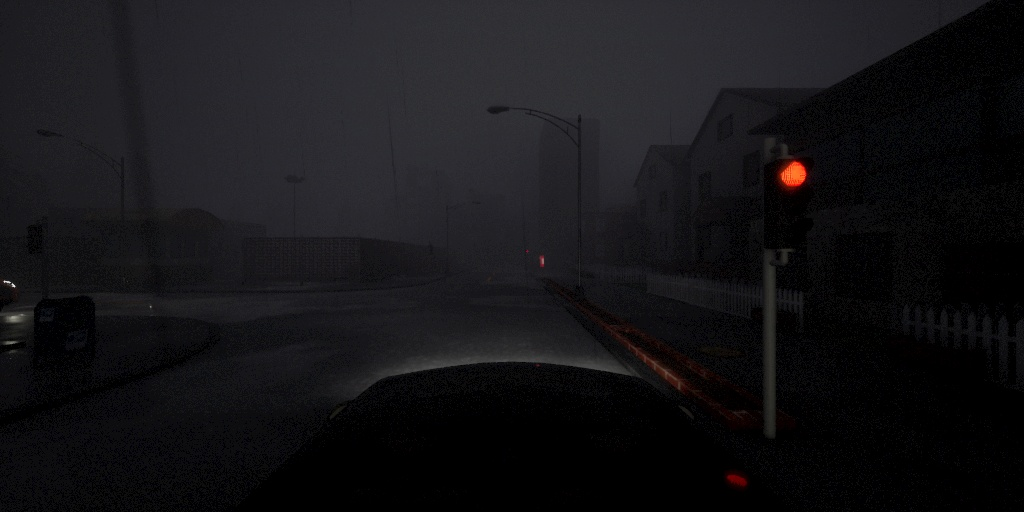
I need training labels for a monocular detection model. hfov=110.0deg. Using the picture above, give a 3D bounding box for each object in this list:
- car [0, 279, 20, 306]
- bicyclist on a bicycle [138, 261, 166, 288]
[{"bbox_3d":[-21.594,1.102,13.299,4.553,1.767,2.097,0,0,0],"label":"car"},{"bbox_3d":[-21.746,1.099,21.692,0.582,1.620,1.656,0,0,0],"label":"bicyclist on a bicycle"}]
